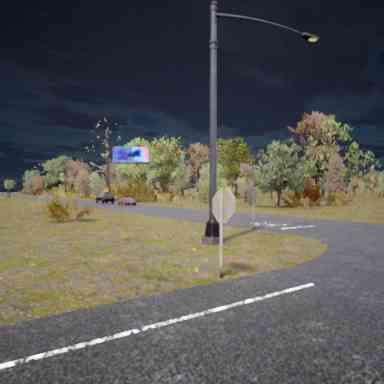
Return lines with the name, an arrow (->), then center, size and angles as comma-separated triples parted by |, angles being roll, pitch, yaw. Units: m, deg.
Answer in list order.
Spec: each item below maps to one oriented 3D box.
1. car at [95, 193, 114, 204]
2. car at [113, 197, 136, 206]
car -> -16.001, 1.110, 61.103 | 2.150, 2.045, 5.566 | 0, 0, -34
car -> -10.440, 1.471, 52.775 | 1.994, 1.385, 4.181 | 0, 0, -33
